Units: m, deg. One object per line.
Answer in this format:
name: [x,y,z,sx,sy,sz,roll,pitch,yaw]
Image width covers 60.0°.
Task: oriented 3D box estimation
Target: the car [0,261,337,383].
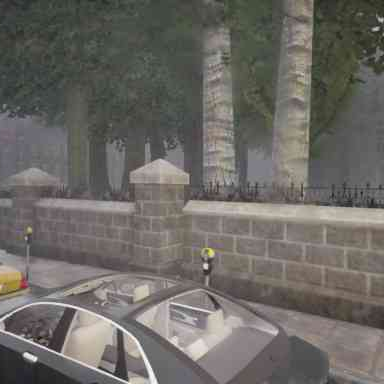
car: [-0.871,1.550,3.416,4.403,1.369,2.008,0,1,36]
